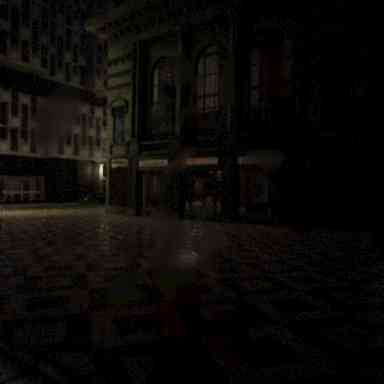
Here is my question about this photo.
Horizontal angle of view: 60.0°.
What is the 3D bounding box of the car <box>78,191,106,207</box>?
[{"bbox_3d":[-13.085,0.918,46.432,2.150,2.045,5.566,2,1,35],"label":"car"}]
